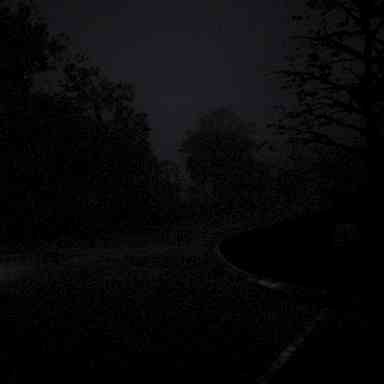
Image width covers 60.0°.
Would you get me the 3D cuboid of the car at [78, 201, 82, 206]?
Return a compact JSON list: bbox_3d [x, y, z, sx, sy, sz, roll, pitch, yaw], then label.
[{"bbox_3d":[-19.393,1.593,51.508,1.882,1.535,5.008,-4,-2,35],"label":"car"}]
